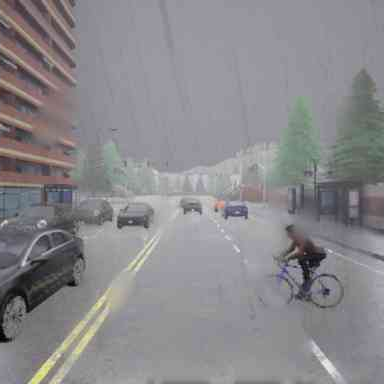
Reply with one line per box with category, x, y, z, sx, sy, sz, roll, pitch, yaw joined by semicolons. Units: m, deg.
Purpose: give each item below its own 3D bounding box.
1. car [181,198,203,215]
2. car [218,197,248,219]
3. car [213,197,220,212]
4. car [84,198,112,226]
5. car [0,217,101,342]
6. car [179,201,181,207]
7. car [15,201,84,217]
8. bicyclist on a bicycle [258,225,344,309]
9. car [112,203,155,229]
car;0.092;1.505;34.654;1.837;1.490;4.892;0;0;0
car;3.618;1.478;28.842;1.882;1.535;5.008;0;0;0
car;3.607;1.352;38.062;2.097;1.767;4.553;0;0;0
car;-6.982;1.351;23.406;2.097;1.767;4.553;0;0;0
car;-3.585;1.492;6.529;2.128;1.511;4.902;0;0;0
car;-0.682;1.533;47.607;2.033;1.411;5.357;0;0;-9
car;-7.080;1.351;15.833;2.097;1.767;4.553;0;0;0
bicyclist on a bicycle;2.078;1.452;6.374;1.656;1.620;0.582;-1;0;0
car;-3.566;1.478;21.795;1.882;1.535;5.008;0;0;0
